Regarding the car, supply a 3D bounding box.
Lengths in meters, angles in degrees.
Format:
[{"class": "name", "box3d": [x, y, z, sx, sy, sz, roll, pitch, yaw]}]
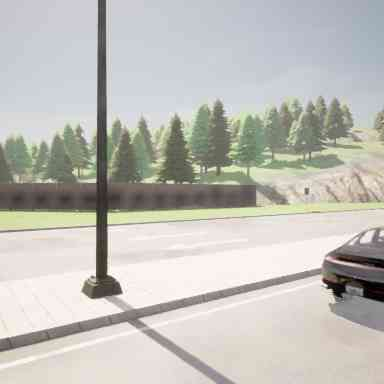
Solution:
[{"class": "car", "box3d": [4.783, 1.492, 7.159, 4.902, 1.511, 2.128, 0, 0, -35]}]
